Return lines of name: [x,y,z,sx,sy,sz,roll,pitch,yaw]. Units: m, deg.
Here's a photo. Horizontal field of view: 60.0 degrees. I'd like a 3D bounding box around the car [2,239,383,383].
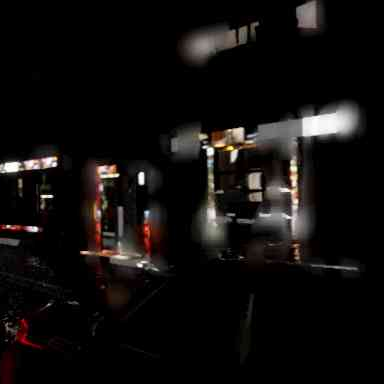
car: [0.613,1.316,2.481,5.009,1.841,2.192,-1,-1,36]
